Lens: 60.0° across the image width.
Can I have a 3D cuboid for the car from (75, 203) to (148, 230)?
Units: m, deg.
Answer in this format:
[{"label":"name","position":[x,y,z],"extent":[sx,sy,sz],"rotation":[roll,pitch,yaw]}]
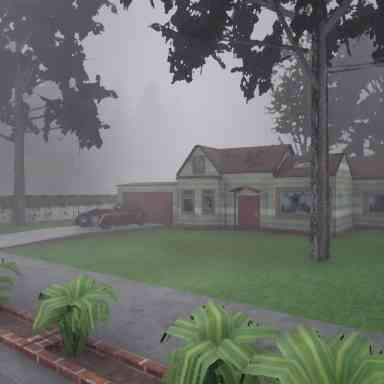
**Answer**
[{"label":"car","position":[-4.458,1.300,18.838],"extent":[1.994,1.381,4.181],"rotation":[0,0,36]}]
